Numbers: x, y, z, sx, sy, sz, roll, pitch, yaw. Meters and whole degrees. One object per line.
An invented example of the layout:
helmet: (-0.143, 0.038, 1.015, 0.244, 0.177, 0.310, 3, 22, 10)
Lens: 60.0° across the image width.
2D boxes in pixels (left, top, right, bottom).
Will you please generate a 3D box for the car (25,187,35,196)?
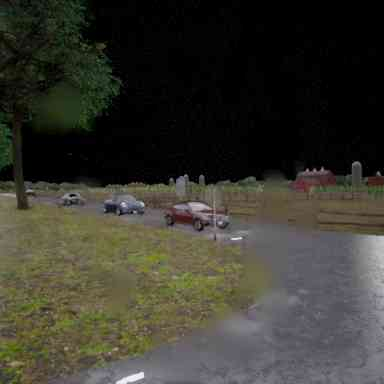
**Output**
car: (-40.989, 0.232, 84.188, 1.882, 1.535, 5.008, -1, 1, -34)

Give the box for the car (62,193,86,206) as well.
car: (-14.310, 0.882, 40.070, 1.837, 1.490, 4.892, -1, 1, -34)

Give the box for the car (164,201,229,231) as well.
car: (0.103, 1.286, 18.992, 1.812, 1.442, 4.674, -1, 2, -36)

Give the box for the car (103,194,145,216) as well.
car: (-5.608, 0.953, 27.277, 2.097, 1.767, 4.553, -1, 1, -34)
